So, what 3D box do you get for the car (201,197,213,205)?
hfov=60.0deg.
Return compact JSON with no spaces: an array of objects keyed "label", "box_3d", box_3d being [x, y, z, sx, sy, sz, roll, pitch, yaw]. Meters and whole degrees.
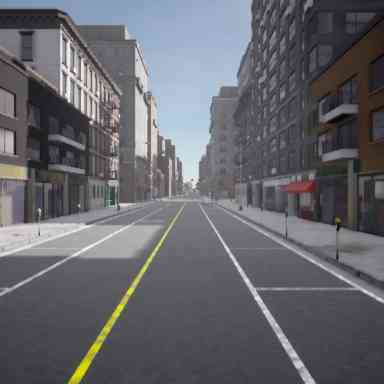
[{"label":"car","box_3d":[2.750,1.581,59.786,1.812,1.442,4.674,0,0,0]}]
